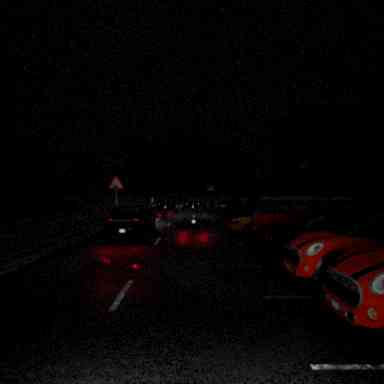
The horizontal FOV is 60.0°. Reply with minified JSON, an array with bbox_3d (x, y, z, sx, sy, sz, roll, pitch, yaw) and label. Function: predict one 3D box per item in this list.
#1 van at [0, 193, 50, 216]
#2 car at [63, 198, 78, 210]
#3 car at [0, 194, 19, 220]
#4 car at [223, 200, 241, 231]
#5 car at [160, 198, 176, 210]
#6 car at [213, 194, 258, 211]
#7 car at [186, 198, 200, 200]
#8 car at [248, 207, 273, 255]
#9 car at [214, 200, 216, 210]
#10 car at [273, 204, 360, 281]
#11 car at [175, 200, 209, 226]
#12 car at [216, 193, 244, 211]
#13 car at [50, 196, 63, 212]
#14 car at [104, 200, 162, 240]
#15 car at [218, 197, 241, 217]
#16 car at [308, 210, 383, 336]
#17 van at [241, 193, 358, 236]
[{"bbox_3d":[-15.402,1.071,29.467,4.442,1.987,1.878,0,0,0],"label":"van"},{"bbox_3d":[-15.483,1.240,37.812,4.792,1.488,2.163,0,1,0],"label":"car"},{"bbox_3d":[-15.554,1.205,24.031,4.553,1.767,2.185,0,0,0],"label":"car"},{"bbox_3d":[4.455,1.366,16.662,5.366,1.575,1.946,0,0,0],"label":"car"},{"bbox_3d":[-2.896,1.320,38.551,1.895,1.301,4.718,0,1,0],"label":"car"},{"bbox_3d":[4.609,1.101,35.969,4.553,1.767,2.185,0,1,0],"label":"car"},{"bbox_3d":[0.109,1.322,38.357,1.895,1.301,4.718,0,1,0],"label":"car"},{"bbox_3d":[4.646,1.402,11.147,5.008,1.535,2.097,0,0,0],"label":"car"},{"bbox_3d":[4.637,1.317,30.453,4.674,1.452,2.002,0,0,0],"label":"car"},{"bbox_3d":[4.671,1.293,8.389,4.553,1.767,2.185,0,0,0],"label":"car"},{"bbox_3d":[0.100,1.458,21.978,1.895,1.301,4.718,0,0,0],"label":"car"},{"bbox_3d":[4.609,1.174,27.694,4.553,1.767,2.185,0,0,0],"label":"car"},{"bbox_3d":[-15.548,1.144,32.375,4.553,1.767,2.185,0,1,0],"label":"car"},{"bbox_3d":[-2.899,1.382,16.237,2.128,1.511,4.902,0,0,0],"label":"car"},{"bbox_3d":[4.646,1.321,24.933,4.892,1.521,2.231,0,0,0],"label":"car"},{"bbox_3d":[4.671,1.312,5.632,4.553,1.767,2.185,0,0,0],"label":"car"},{"bbox_3d":[4.523,1.159,13.903,4.442,1.987,1.878,0,0,0],"label":"van"}]
